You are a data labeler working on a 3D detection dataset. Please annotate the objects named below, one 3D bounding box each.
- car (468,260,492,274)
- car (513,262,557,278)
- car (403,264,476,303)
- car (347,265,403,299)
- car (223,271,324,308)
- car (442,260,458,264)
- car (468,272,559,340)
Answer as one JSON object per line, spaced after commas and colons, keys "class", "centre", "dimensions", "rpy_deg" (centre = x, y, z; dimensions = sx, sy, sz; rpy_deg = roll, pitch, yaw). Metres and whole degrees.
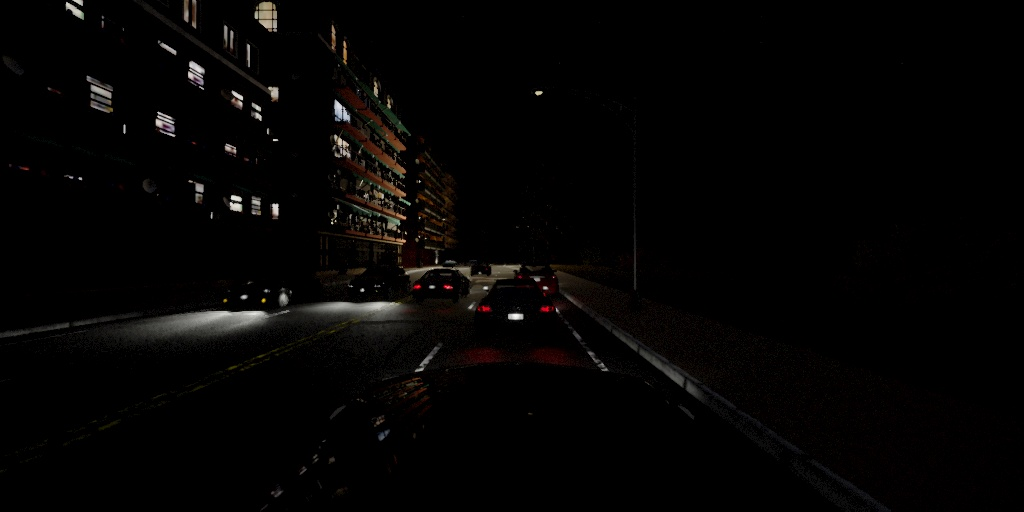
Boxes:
{"class": "car", "centre": [-3.130, 1.353, 37.273], "dimensions": [1.895, 1.301, 4.718], "rpy_deg": [0, 0, 0]}
{"class": "car", "centre": [1.146, 1.103, 18.548], "dimensions": [2.097, 1.767, 4.553], "rpy_deg": [0, 0, 0]}
{"class": "car", "centre": [-3.147, 1.299, 16.807], "dimensions": [2.033, 1.411, 5.357], "rpy_deg": [0, 0, 1]}
{"class": "car", "centre": [-6.592, 1.257, 18.223], "dimensions": [1.837, 1.490, 4.892], "rpy_deg": [0, 0, 0]}
{"class": "car", "centre": [-9.843, 1.316, 15.162], "dimensions": [1.994, 1.385, 4.181], "rpy_deg": [0, 0, 0]}
{"class": "car", "centre": [-9.809, 1.351, 56.851], "dimensions": [1.895, 1.301, 4.718], "rpy_deg": [0, 0, 0]}
{"class": "car", "centre": [0.099, 1.315, 9.967], "dimensions": [1.994, 1.385, 4.181], "rpy_deg": [0, 0, 0]}
